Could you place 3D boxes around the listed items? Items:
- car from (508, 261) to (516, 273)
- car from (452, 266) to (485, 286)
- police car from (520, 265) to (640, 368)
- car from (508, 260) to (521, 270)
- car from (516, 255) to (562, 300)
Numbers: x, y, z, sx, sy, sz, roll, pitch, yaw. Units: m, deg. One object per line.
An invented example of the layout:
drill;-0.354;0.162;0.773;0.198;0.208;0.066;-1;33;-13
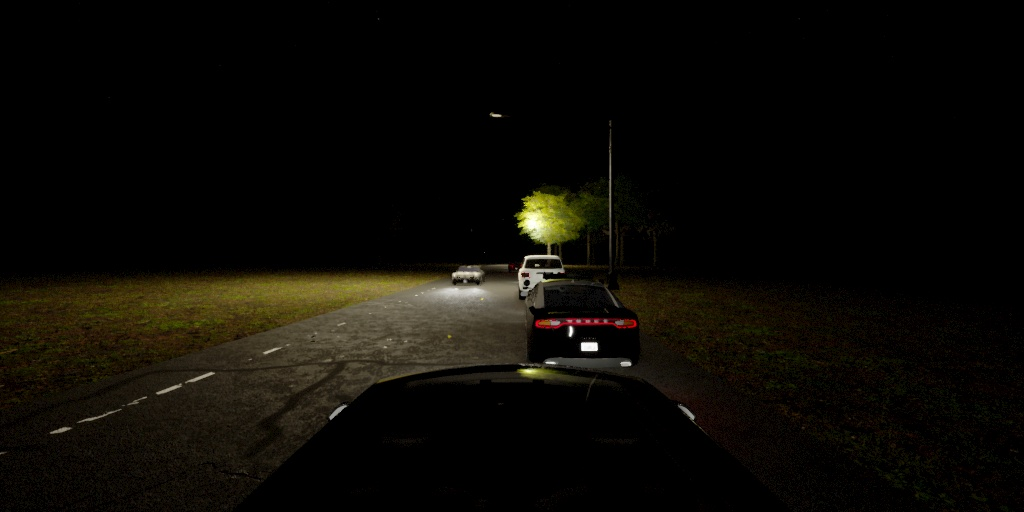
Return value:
car;0.530;1.342;45.793;1.812;1.442;4.674;0;0;0
car;-3.064;1.376;25.751;1.895;1.301;4.718;0;0;0
police car;1.228;1.175;8.015;1.930;1.638;5.238;0;0;1
car;0.418;1.402;57.054;1.994;1.385;4.181;0;-1;-1
car;1.409;0.988;17.960;2.150;2.045;5.566;0;0;1
